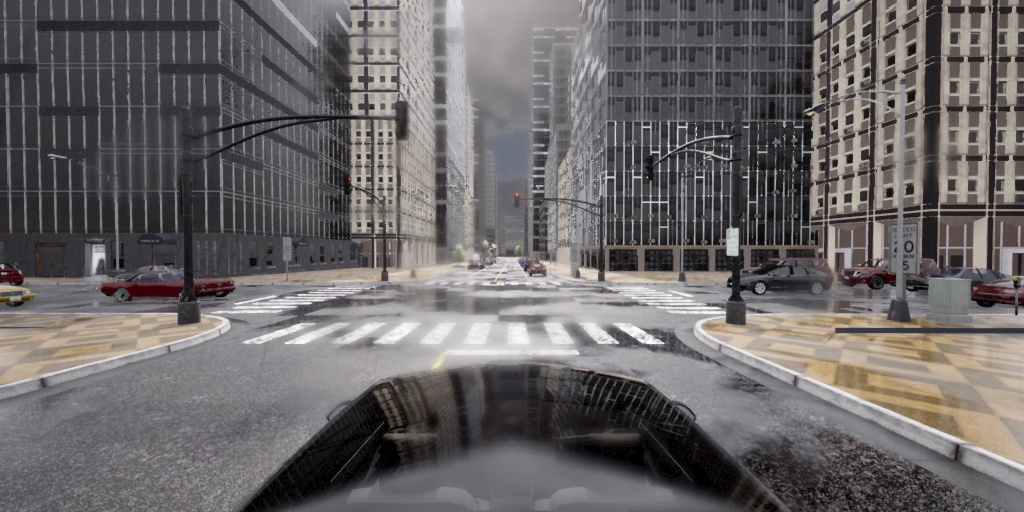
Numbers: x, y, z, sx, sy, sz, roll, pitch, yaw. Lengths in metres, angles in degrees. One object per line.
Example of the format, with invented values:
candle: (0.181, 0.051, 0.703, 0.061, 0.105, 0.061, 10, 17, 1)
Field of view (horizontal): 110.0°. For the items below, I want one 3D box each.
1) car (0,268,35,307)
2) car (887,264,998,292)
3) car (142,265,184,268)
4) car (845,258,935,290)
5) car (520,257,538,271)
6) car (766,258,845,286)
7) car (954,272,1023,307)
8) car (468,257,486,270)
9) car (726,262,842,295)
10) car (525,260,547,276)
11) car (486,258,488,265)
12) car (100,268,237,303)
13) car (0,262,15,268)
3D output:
car: (-21.253, 1.301, 13.612, 4.829, 1.417, 1.751, 0, 0, 0)
car: (24.008, 1.305, 19.220, 5.357, 1.411, 2.033, 0, 1, 0)
car: (-21.436, 1.204, 21.751, 4.403, 1.370, 2.007, 0, 0, 0)
car: (22.907, 1.032, 21.821, 5.009, 1.841, 2.192, 0, 0, 0)
car: (2.584, 1.046, 47.004, 2.192, 1.841, 5.009, 0, 0, 0)
car: (16.575, 1.024, 21.811, 5.009, 1.841, 2.192, 0, 0, 0)
car: (20.189, 1.417, 13.678, 4.207, 1.307, 1.802, 0, 0, 0)
car: (-5.281, 1.168, 52.509, 1.967, 1.591, 4.097, 0, 0, 0)
car: (14.185, 1.250, 19.189, 4.892, 1.490, 1.837, 0, 1, 1)
car: (2.556, 1.319, 35.955, 1.802, 1.307, 4.207, 0, 0, 0)
car: (-5.277, 1.307, 58.034, 1.802, 1.307, 4.207, 0, 0, 0)
car: (-15.265, 1.348, 16.125, 4.718, 1.301, 1.895, 0, 1, 3)
car: (-26.352, 1.207, 16.190, 5.008, 1.535, 1.882, 0, 1, 0)
